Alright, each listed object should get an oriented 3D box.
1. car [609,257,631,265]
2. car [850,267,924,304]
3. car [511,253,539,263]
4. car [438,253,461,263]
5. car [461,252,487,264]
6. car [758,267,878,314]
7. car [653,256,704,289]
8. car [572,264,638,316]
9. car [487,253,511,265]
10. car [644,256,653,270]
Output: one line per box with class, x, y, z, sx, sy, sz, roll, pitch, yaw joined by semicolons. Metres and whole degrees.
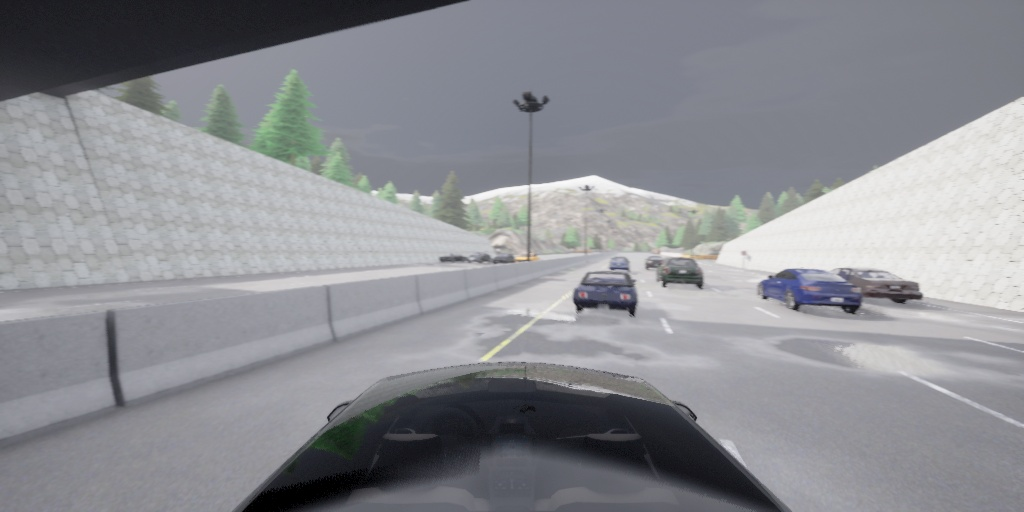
car;10.107;0.771;33.724;2.033;1.411;5.357;1;1;18
car;15.535;1.221;16.202;2.033;1.411;5.357;1;1;18
car;1.860;0.386;42.835;1.882;1.535;5.008;1;1;18
car;-7.771;0.276;47.146;1.895;1.301;4.718;1;1;18
car;-4.230;0.230;46.706;2.128;1.511;4.902;1;1;18
car;11.001;1.188;13.543;1.812;1.442;4.674;1;1;18
car;9.783;0.835;21.180;2.097;1.767;4.553;1;1;18
car;3.370;1.170;12.614;1.895;1.301;4.718;1;1;18
car;-0.894;0.356;45.649;2.033;1.411;5.357;1;1;18
car;15.229;0.728;38.306;1.812;1.442;4.674;1;1;17
